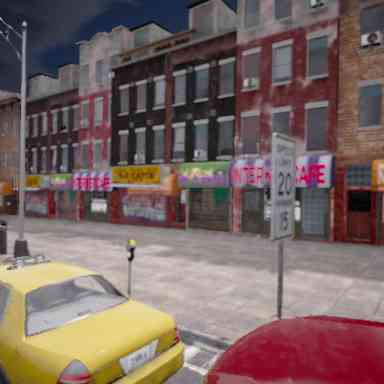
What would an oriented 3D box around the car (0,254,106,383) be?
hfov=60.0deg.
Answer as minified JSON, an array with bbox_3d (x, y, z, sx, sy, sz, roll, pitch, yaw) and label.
[{"bbox_3d":[-2.353,1.539,4.560,4.829,1.417,1.752,0,1,37],"label":"car"}]

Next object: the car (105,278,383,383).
[{"bbox_3d":[2.225,1.326,1.138,5.009,1.841,2.192,0,1,37],"label":"car"}]
